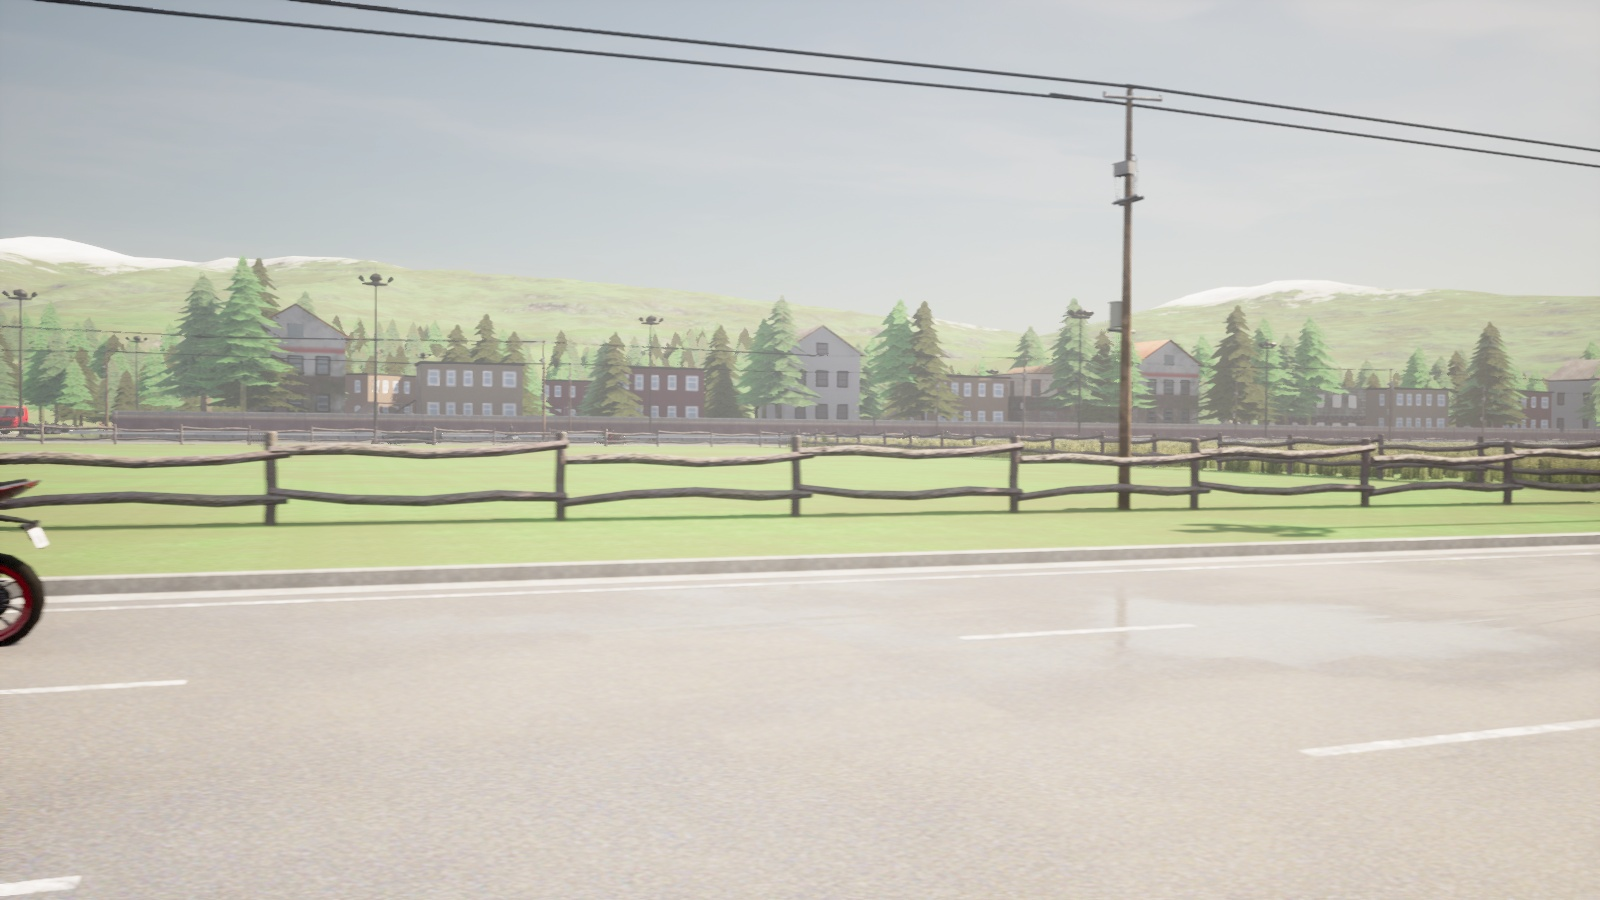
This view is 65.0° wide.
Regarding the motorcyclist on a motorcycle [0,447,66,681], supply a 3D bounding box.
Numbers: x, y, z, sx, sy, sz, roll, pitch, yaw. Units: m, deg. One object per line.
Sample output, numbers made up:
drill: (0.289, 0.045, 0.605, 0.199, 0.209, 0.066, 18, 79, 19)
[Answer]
motorcyclist on a motorcycle: (-6.239, 0.768, 8.358, 2.191, 1.530, 0.866, -1, 1, -21)
